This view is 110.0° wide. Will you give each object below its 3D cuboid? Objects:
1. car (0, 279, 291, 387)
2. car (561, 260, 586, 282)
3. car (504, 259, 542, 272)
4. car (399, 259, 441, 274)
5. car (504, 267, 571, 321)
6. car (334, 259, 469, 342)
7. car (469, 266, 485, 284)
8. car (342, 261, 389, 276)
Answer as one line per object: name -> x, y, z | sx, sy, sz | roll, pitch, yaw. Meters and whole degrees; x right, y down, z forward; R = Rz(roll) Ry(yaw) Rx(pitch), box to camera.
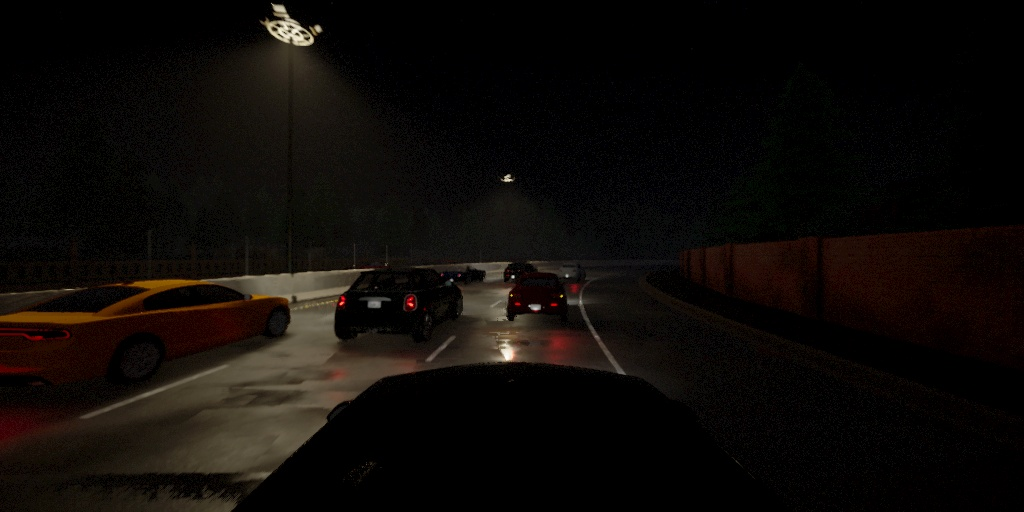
car -> -6.592, 1.192, 7.024 | 1.882, 1.535, 5.008 | 0, 0, 3
car -> 4.885, 1.267, 29.270 | 1.812, 1.442, 4.674 | 0, 0, 18
car -> 0.780, 1.229, 27.891 | 1.837, 1.490, 4.892 | 0, 0, 17
car -> -10.069, 1.141, 39.745 | 1.882, 1.535, 5.008 | 0, 0, 22
car -> 0.943, 1.268, 12.374 | 1.812, 1.442, 4.674 | 0, 0, 7
car -> -2.811, 1.080, 9.954 | 2.097, 1.767, 4.553 | 0, 0, 5
car -> -3.468, 1.309, 25.913 | 1.895, 1.301, 4.718 | 0, 0, 15
car -> -14.913, 1.245, 36.827 | 1.895, 1.301, 4.718 | 0, 0, 19
